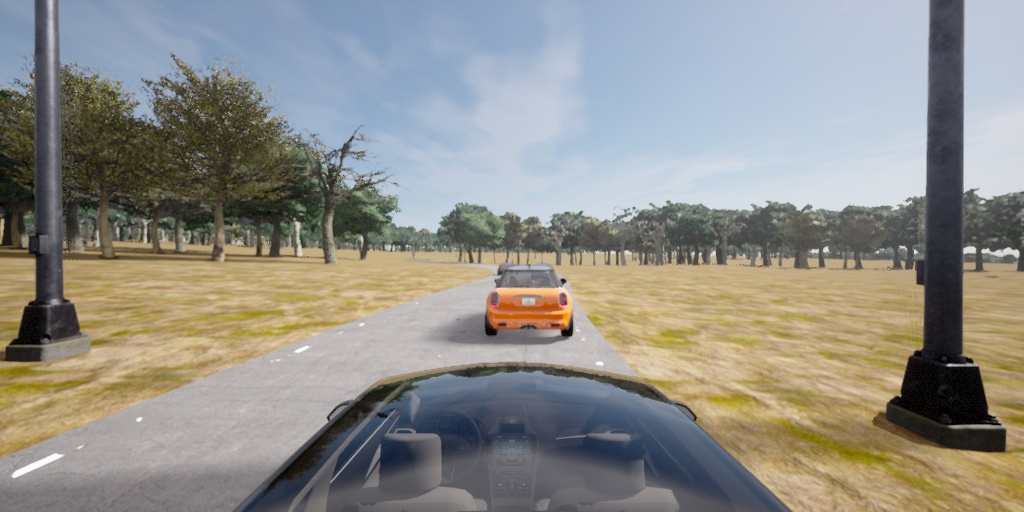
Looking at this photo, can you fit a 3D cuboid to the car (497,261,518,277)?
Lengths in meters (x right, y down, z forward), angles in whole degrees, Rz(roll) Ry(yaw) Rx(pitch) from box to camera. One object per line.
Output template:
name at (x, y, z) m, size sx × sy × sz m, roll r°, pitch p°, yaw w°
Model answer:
car at (-0.391, 1.273, 36.131) m, size 1.994 × 1.385 × 4.181 m, roll 0°, pitch 0°, yaw 1°

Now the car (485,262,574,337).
car at (0.519, 1.036, 10.234) m, size 2.097 × 1.767 × 4.553 m, roll 0°, pitch 0°, yaw 4°

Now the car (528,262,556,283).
car at (2.424, 1.235, 28.453) m, size 2.033 × 1.411 × 5.357 m, roll 0°, pitch 0°, yaw 5°
